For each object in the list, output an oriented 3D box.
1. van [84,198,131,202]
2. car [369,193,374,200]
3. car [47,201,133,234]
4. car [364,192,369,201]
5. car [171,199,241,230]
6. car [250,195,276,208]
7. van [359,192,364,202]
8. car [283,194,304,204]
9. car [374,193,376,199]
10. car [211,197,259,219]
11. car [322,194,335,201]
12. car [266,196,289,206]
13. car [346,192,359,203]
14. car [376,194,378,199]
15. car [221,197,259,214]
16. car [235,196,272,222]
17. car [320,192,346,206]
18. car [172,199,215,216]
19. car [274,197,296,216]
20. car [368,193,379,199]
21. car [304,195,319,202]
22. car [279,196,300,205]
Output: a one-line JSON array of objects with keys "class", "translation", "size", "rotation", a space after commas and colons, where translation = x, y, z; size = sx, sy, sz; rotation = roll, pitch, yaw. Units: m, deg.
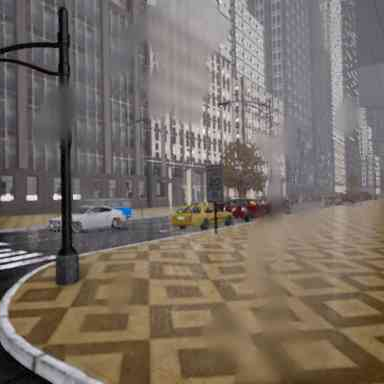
[{"class": "van", "translation": [-6.010, 1.349, 23.423], "size": [1.690, 1.788, 3.998], "rotation": [-2, -1, 35]}, {"class": "car", "translation": [35.753, 0.824, 69.349], "size": [2.192, 1.841, 5.009], "rotation": [-2, -1, 35]}, {"class": "car", "translation": [-5.897, 1.481, 19.013], "size": [1.812, 1.442, 4.674], "rotation": [-2, -1, 35]}, {"class": "car", "translation": [32.549, 0.972, 64.776], "size": [1.967, 1.590, 4.097], "rotation": [-2, -1, 35]}, {"class": "car", "translation": [0.745, 1.310, 19.079], "size": [1.752, 1.417, 4.829], "rotation": [-2, -1, 35]}, {"class": "car", "translation": [9.940, 1.314, 46.400], "size": [1.967, 1.590, 4.097], "rotation": [-2, -1, 35]}, {"class": "van", "translation": [29.346, 0.896, 60.200], "size": [1.690, 1.788, 3.998], "rotation": [-2, -1, 35]}, {"class": "car", "translation": [14.147, 0.962, 47.729], "size": [1.812, 1.442, 4.674], "rotation": [-2, -1, 35]}, {"class": "car", "translation": [38.980, 1.052, 73.908], "size": [1.947, 1.339, 4.313], "rotation": [-2, -1, 35]}, {"class": "car", "translation": [3.684, 1.287, 27.676], "size": [1.882, 1.535, 5.008], "rotation": [-2, -1, 35]}, {"class": "car", "translation": [32.271, 1.257, 78.567], "size": [1.887, 1.381, 4.507], "rotation": [-2, -1, 35]}, {"class": "car", "translation": [13.132, 1.393, 50.994], "size": [1.887, 1.381, 4.507], "rotation": [-2, -1, 35]}, {"class": "car", "translation": [26.136, 1.019, 55.631], "size": [1.967, 1.590, 4.097], "rotation": [-2, -1, 35]}, {"class": "car", "translation": [42.260, 0.991, 78.637], "size": [1.752, 1.417, 4.829], "rotation": [-2, -1, 35]}, {"class": "car", "translation": [5.084, 1.336, 34.821], "size": [1.882, 1.535, 5.008], "rotation": [-2, -1, 35]}, {"class": "car", "translation": [3.831, 1.198, 23.528], "size": [1.967, 1.590, 4.097], "rotation": [-2, -1, 35]}, {"class": "car", "translation": [19.860, 1.151, 46.598], "size": [1.752, 1.417, 4.829], "rotation": [-2, -1, 35]}, {"class": "car", "translation": [0.276, 1.478, 32.473], "size": [1.752, 1.417, 4.829], "rotation": [-2, -1, 35]}, {"class": "car", "translation": [7.018, 1.312, 28.115], "size": [1.802, 1.307, 4.206], "rotation": [-2, -1, 35]}, {"class": "car", "translation": [45.348, 0.996, 83.084], "size": [2.008, 1.369, 4.403], "rotation": [-2, -1, 35]}, {"class": "car", "translation": [22.699, 1.218, 64.782], "size": [1.967, 1.590, 4.097], "rotation": [-2, -1, 35]}, {"class": "car", "translation": [16.322, 1.375, 55.589], "size": [2.008, 1.369, 4.403], "rotation": [-2, -1, 35]}]
